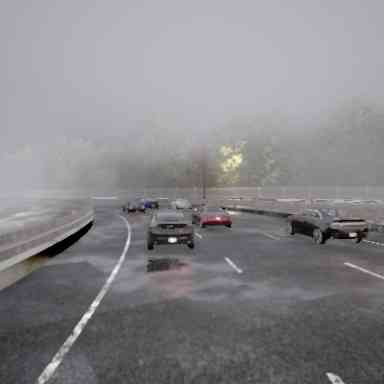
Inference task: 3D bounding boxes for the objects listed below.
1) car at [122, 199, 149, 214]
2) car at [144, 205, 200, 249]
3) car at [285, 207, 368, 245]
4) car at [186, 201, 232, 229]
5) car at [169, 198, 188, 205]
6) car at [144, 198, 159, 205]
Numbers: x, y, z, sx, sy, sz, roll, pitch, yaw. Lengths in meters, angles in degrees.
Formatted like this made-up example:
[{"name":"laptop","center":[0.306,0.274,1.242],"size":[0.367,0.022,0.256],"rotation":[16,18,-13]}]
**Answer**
[{"name":"car","center":[-6.406,1.671,36.153],"size":[1.895,1.301,4.718],"rotation":[0,0,-20]},{"name":"car","center":[-1.060,1.520,14.659],"size":[1.837,1.490,4.892],"rotation":[0,0,-8]},{"name":"car","center":[5.906,1.445,15.271],"size":[2.128,1.511,4.902],"rotation":[0,0,-8]},{"name":"car","center":[1.160,1.562,22.019],"size":[1.994,1.385,4.181],"rotation":[0,0,-12]},{"name":"car","center":[-1.556,1.555,42.753],"size":[1.812,1.442,4.674],"rotation":[0,0,-22]},{"name":"car","center":[-5.885,1.546,43.998],"size":[1.882,1.535,5.008],"rotation":[0,0,-24]}]
